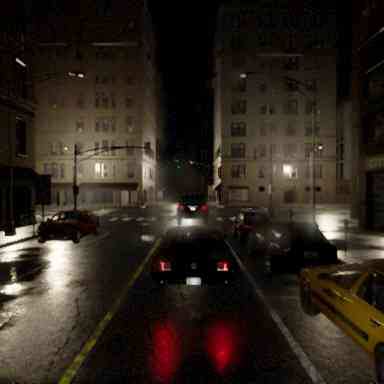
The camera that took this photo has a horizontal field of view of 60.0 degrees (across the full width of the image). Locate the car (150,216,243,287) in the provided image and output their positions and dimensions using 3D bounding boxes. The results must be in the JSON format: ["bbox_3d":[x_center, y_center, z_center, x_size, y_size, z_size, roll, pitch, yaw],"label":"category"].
[{"bbox_3d":[0.058,1.586,9.216,1.895,1.301,4.718,0,0,0],"label":"car"}]

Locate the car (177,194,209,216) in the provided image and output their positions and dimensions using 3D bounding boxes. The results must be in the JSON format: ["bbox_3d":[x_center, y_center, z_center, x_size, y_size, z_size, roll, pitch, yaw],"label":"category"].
[{"bbox_3d":[0.072,1.181,24.210,2.150,2.045,5.566,0,0,0],"label":"car"}]

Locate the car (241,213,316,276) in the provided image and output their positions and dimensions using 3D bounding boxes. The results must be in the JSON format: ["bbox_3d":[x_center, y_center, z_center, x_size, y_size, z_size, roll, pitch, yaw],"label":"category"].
[{"bbox_3d":[2.870,1.549,10.094,1.947,1.339,4.313,-1,0,0],"label":"car"}]

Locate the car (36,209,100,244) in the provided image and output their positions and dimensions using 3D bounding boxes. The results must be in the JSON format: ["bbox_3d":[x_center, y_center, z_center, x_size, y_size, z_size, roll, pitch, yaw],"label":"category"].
[{"bbox_3d":[-5.671,1.518,15.683,1.887,1.381,4.507,-1,0,0],"label":"car"}]

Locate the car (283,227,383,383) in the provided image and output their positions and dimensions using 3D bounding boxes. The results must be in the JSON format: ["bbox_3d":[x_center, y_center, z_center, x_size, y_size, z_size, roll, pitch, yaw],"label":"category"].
[{"bbox_3d":[2.866,1.518,4.677,1.752,1.417,4.829,-1,0,0],"label":"car"}]

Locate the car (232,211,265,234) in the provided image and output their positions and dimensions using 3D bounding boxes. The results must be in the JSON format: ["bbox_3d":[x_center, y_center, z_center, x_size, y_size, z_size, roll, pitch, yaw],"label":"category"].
[{"bbox_3d":[2.875,1.555,15.680,1.802,1.307,4.206,-1,0,0],"label":"car"}]
